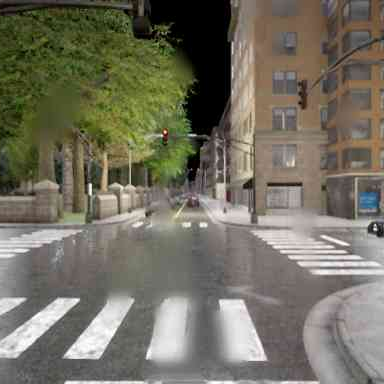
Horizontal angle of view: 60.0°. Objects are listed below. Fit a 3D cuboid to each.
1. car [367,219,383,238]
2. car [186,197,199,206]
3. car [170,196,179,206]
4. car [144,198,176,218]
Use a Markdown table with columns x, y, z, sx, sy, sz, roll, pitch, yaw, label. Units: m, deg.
| x | y | z | sx | sy | sz | roll | pitch | yaw | label |
| --- | --- | --- | --- | --- | --- | --- | --- | --- | --- |
| 10.672 | 1.586 | 15.727 | 4.181 | 1.385 | 1.994 | 0 | 0 | 1 | car |
| 0.202 | 1.488 | 53.216 | 1.812 | 1.442 | 4.674 | 0 | 0 | 0 | car |
| -3.013 | 1.484 | 42.110 | 1.837 | 1.490 | 4.892 | 0 | 0 | 0 | car |
| -3.014 | 1.542 | 30.772 | 2.033 | 1.411 | 5.357 | 0 | 0 | 4 | car |
